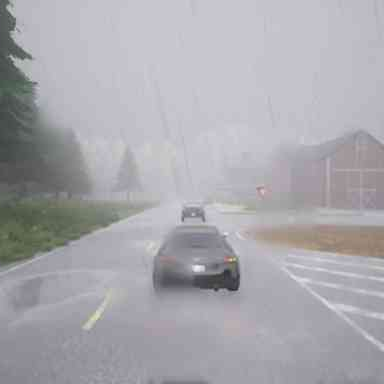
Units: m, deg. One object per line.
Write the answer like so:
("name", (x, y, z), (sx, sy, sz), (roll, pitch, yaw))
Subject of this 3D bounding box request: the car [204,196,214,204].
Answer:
("car", (2.982, 1.556, 61.564), (1.816, 1.474, 4.193), (-6, 0, -2))

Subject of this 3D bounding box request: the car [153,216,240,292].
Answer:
("car", (0.101, 1.578, 8.985), (1.994, 1.385, 4.181), (0, 0, 0))

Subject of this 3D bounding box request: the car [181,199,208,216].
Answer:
("car", (0.096, 1.537, 27.668), (1.812, 1.442, 4.674), (0, 0, 0))
